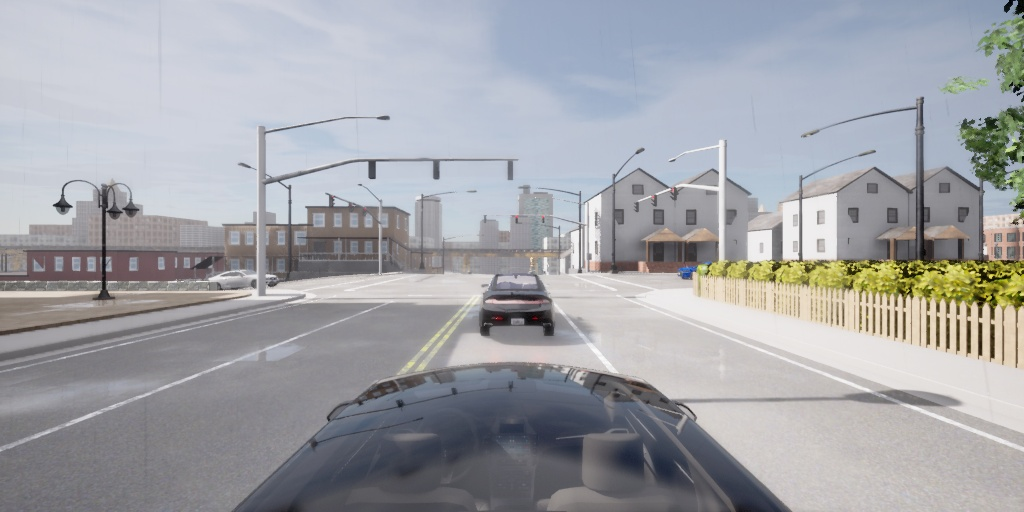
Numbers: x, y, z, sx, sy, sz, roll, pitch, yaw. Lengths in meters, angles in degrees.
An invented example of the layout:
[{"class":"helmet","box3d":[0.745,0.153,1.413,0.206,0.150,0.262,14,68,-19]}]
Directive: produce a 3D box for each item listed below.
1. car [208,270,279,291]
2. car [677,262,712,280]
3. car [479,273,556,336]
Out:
[{"class":"car","box3d":[-19.659,1.742,26.244,4.674,1.442,1.812,-4,0,1]},{"class":"car","box3d":[16.668,1.228,30.409,5.008,1.535,1.882,0,0,-1]},{"class":"car","box3d":[0.118,1.242,10.372,2.128,1.511,4.902,0,0,0]}]
